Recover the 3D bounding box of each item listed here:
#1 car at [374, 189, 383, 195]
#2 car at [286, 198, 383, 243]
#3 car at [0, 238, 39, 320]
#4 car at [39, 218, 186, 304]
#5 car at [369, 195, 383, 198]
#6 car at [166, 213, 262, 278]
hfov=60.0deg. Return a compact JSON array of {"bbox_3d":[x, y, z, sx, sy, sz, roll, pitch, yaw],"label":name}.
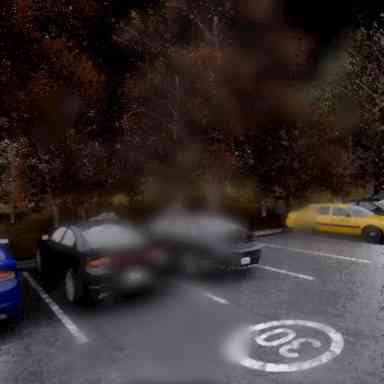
[{"bbox_3d":[11.105,0.753,18.007,2.435,2.045,5.566,-2,1,-35],"label":"car"},{"bbox_3d":[6.696,1.181,14.602,1.946,1.575,5.366,-2,1,-35],"label":"car"},{"bbox_3d":[-4.760,1.481,6.658,2.097,1.535,5.008,-1,1,-35],"label":"car"},{"bbox_3d":[-2.488,1.439,8.277,2.097,1.535,5.008,-1,1,-35],"label":"car"},{"bbox_3d":[8.856,1.098,16.376,2.097,1.535,5.008,-2,1,-35],"label":"car"},{"bbox_3d":[-0.112,1.386,9.970,2.231,1.521,4.892,-1,1,-35],"label":"car"}]
